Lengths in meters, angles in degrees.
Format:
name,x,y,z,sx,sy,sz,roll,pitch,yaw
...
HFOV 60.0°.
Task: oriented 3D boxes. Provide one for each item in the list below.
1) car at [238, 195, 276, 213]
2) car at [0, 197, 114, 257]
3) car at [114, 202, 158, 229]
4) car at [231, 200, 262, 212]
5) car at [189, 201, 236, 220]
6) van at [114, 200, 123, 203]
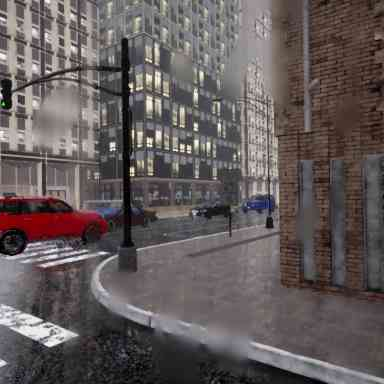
name,x,y,z,sx,sy,sz,roll,pitch,yaw
car,7.727,1.329,38.097,2.150,2.045,5.566,-1,-1,36
car,-6.096,1.213,13.281,2.150,2.045,5.566,-1,-1,35
car,-4.446,1.614,21.115,2.033,1.411,5.357,-1,-1,36
car,6.870,1.689,41.360,1.752,1.417,4.829,-2,-1,36
car,1.636,1.578,29.603,2.128,1.511,4.902,-1,-1,36
van,-5.964,1.460,23.450,1.690,1.788,3.998,-2,-1,36
